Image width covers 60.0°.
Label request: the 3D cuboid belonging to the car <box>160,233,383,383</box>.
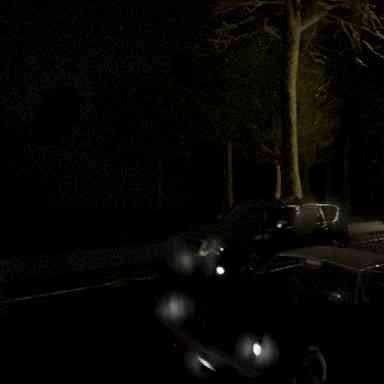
[{"bbox_3d":[1.918,1.602,5.050,4.718,1.301,1.895,0,0,-37],"label":"car"}]

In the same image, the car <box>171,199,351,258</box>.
[{"bbox_3d":[2.135,1.229,9.179,5.566,2.045,2.150,0,0,-35],"label":"car"}]
